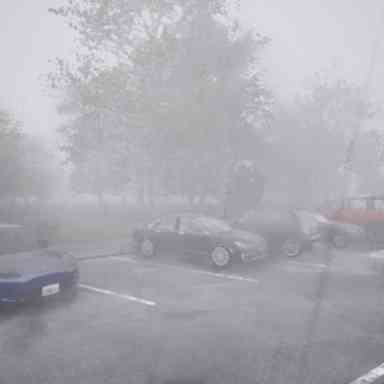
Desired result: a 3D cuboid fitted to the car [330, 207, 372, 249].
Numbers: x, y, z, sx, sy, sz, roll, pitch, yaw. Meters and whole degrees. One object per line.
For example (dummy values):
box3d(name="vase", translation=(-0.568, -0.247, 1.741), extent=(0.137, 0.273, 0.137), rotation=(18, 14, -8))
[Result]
box3d(name="car", translation=(5.015, 1.546, 14.635), extent=(4.674, 1.452, 2.002), rotation=(-1, -1, 35))

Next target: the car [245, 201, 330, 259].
box3d(name="car", translation=(2.591, 1.373, 12.924), extent=(4.553, 1.767, 2.185), rotation=(-1, -1, 35))

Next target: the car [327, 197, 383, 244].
box3d(name="car", translation=(7.441, 1.263, 16.323), extent=(5.566, 2.045, 2.435), rotation=(-1, -1, 36))

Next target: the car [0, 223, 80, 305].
box3d(name="car", translation=(-4.705, 1.514, 7.811), extent=(4.792, 1.488, 2.163), rotation=(-1, -1, 35))

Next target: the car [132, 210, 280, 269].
box3d(name="car", translation=(0.126, 1.495, 11.259), extent=(4.892, 1.521, 2.231), rotation=(-1, -1, 35))
